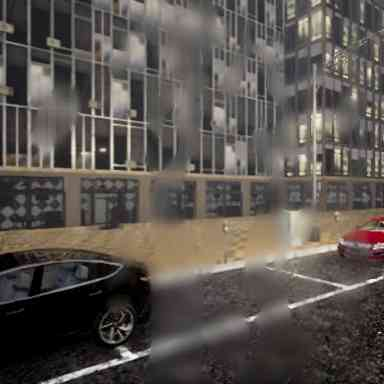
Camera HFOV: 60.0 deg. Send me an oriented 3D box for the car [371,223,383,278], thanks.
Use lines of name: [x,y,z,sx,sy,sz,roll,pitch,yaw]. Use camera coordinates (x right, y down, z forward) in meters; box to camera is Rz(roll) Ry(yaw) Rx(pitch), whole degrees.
car: [6.441,1.484,7.956,4.674,1.442,1.812,0,0,-35]

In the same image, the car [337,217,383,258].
car: [6.693,1.532,11.310,4.206,1.307,1.802,0,0,-35]

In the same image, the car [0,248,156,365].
car: [-2.582,1.564,4.712,4.313,1.339,1.947,0,0,-35]
